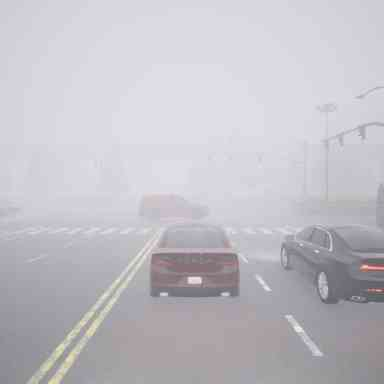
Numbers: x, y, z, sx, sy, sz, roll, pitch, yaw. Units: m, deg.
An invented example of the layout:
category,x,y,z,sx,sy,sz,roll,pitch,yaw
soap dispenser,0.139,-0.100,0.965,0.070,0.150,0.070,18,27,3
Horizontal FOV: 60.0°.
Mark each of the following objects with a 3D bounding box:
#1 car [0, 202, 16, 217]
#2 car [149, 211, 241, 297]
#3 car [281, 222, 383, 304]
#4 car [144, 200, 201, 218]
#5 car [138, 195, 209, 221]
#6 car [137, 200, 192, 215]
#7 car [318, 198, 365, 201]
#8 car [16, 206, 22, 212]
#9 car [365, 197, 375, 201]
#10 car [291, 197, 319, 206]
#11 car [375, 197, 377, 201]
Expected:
category,x,y,z,sx,sy,sz,roll,pitch,yaw
car,-18.660,1.526,29.549,4.674,1.442,1.812,0,0,0
car,0.058,1.478,8.614,1.882,1.535,5.008,0,0,0
car,3.556,1.505,8.101,1.837,1.490,4.892,0,0,0
car,-1.638,1.505,29.483,4.892,1.490,1.837,0,0,0
car,-1.427,1.222,25.982,5.566,2.045,2.150,0,0,0
car,-2.633,1.547,32.988,5.357,1.411,2.033,0,0,0
car,17.979,1.564,40.108,4.181,1.385,1.994,0,0,0
car,-19.972,1.547,33.054,5.357,1.411,2.033,0,0,0
car,20.495,1.547,43.598,5.357,1.411,2.033,0,0,0
car,16.576,1.505,47.112,4.892,1.490,1.837,0,0,0
car,25.897,1.505,47.083,4.892,1.490,1.837,0,0,0
